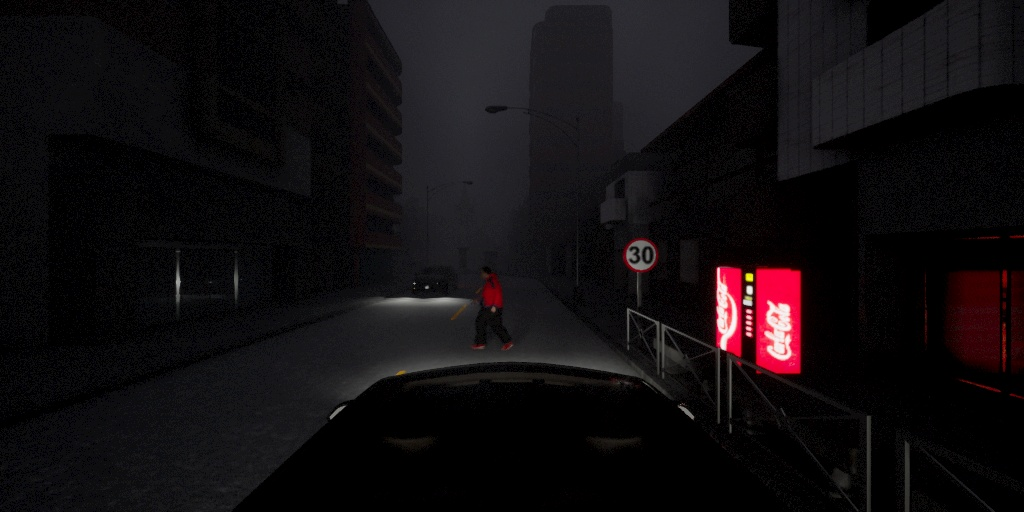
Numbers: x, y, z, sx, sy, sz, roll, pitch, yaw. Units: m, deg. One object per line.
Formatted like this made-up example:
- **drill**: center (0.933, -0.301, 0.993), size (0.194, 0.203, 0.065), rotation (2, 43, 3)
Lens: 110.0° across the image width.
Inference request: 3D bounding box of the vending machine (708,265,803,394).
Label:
- **vending machine**: center (4.300, 1.165, 6.321), size (1.100, 2.100, 0.880), rotation (0, 0, 0)

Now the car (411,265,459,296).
- **car**: center (-4.082, 1.253, 19.624), size (1.837, 1.490, 4.892), rotation (0, 0, 0)

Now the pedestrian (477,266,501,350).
- **pedestrian**: center (-0.480, 1.043, 7.471), size (0.375, 1.860, 0.375), rotation (0, 0, 0)
